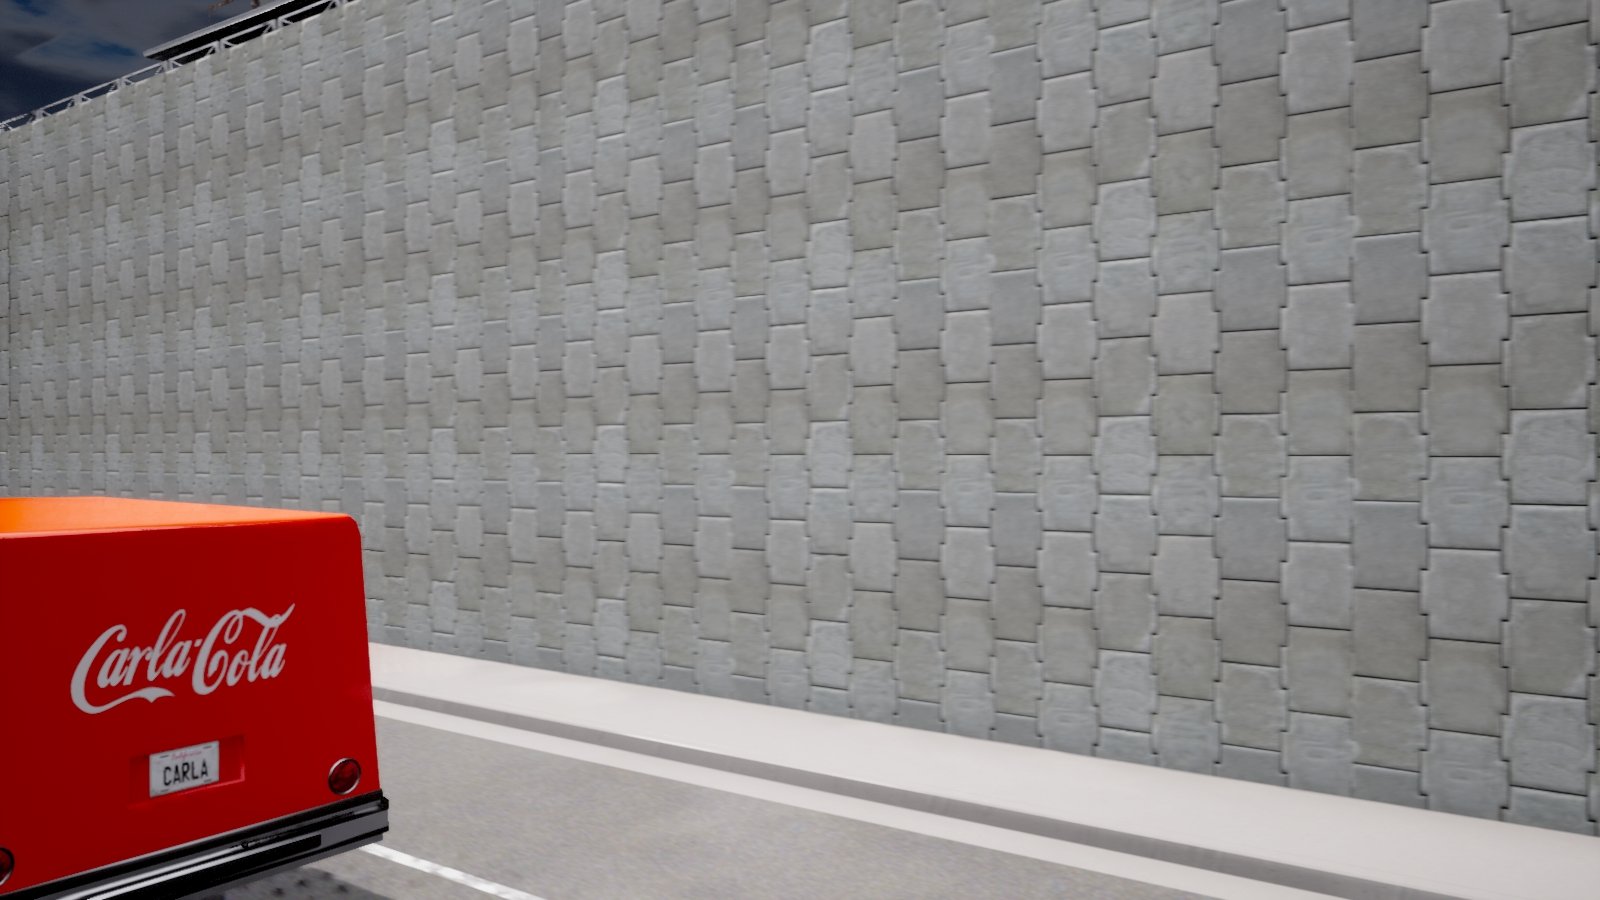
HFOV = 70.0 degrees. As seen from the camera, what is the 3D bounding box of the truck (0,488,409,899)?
[{"bbox_3d":[-5.295,1.568,7.459,5.204,2.467,2.627,0,0,35],"label":"truck"}]
